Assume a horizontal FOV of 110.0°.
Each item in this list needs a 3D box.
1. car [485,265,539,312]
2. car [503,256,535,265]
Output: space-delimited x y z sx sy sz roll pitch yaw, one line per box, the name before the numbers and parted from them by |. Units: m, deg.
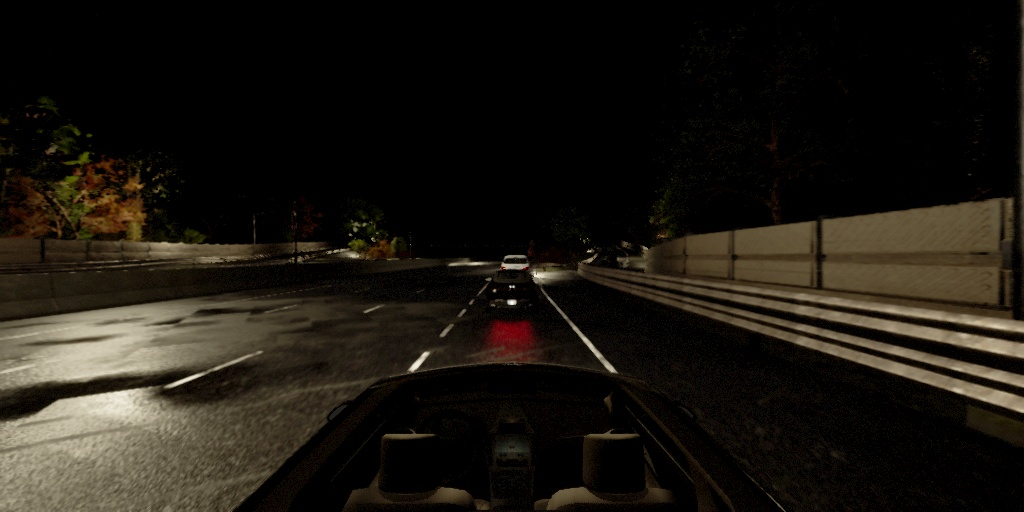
car | 0.009 1.263 14.134 1.837 1.490 4.892 0 0 0
car | 0.490 0.989 26.812 2.150 2.045 5.566 0 0 6
